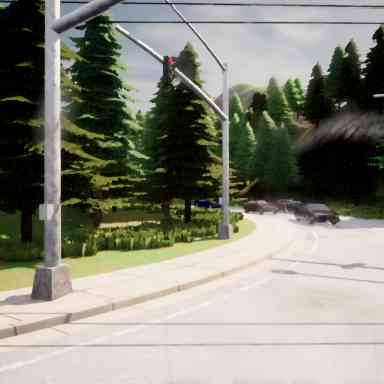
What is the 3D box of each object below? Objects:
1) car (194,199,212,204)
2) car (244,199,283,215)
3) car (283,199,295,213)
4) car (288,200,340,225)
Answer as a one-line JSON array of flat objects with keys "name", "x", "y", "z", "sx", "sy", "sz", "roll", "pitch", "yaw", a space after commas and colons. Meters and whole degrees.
[{"name": "car", "x": 2.225, "y": 1.478, "z": 43.626, "sx": 1.882, "sy": 1.535, "sz": 5.008, "roll": 0, "pitch": 0, "yaw": -33}, {"name": "car", "x": 7.048, "y": 1.526, "z": 34.579, "sx": 1.812, "sy": 1.442, "sz": 4.674, "roll": 0, "pitch": 0, "yaw": -21}, {"name": "car", "x": 10.265, "y": 1.505, "z": 36.494, "sx": 1.837, "sy": 1.490, "sz": 4.892, "roll": 1, "pitch": 0, "yaw": -21}, {"name": "car", "x": 9.025, "y": 1.547, "z": 24.582, "sx": 2.033, "sy": 1.411, "sz": 5.357, "roll": 0, "pitch": 0, "yaw": 1}]
